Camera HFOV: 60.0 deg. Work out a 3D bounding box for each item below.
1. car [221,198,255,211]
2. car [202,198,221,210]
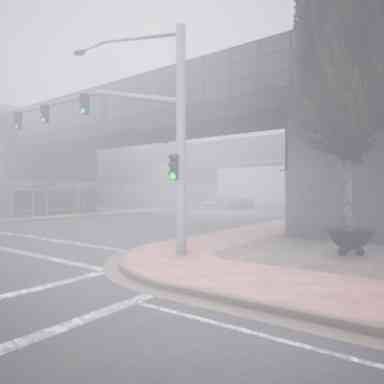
[{"bbox_3d":[6.027,1.515,41.322,1.882,1.535,5.008,0,0,36],"label":"car"},{"bbox_3d":[3.184,1.522,43.363,1.882,1.535,5.008,0,0,36],"label":"car"}]
